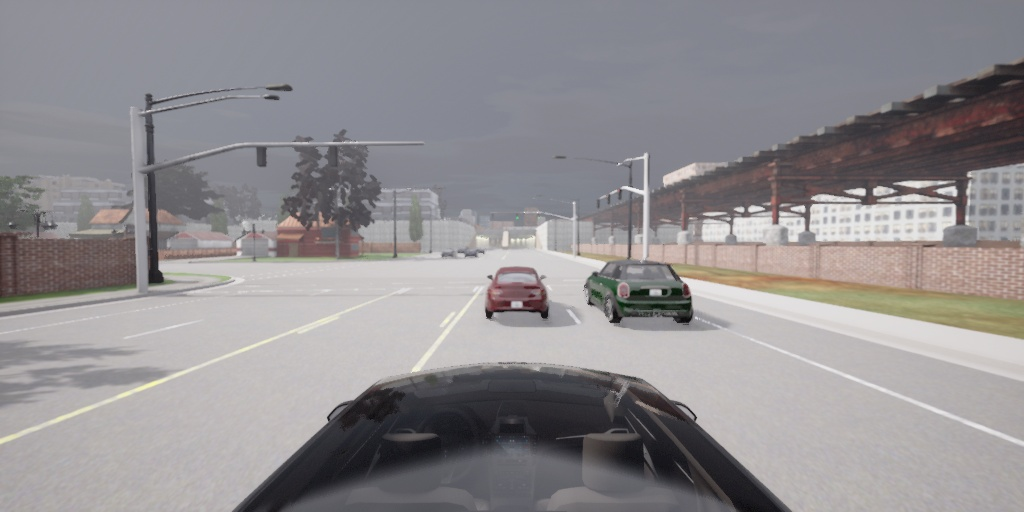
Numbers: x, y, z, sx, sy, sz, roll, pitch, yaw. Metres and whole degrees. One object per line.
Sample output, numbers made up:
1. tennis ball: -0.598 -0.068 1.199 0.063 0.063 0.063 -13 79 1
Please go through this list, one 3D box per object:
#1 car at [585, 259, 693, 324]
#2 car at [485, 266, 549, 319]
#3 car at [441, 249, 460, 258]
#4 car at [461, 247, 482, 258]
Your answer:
1. car: 3.647 0.881 11.154 2.097 1.767 4.553 0 2 1
2. car: 0.149 1.044 11.607 1.812 1.442 4.674 0 1 0
3. car: -10.114 -0.435 57.774 1.812 1.442 4.674 0 2 1
4. car: -6.604 -0.440 58.829 1.994 1.385 4.181 0 2 1
